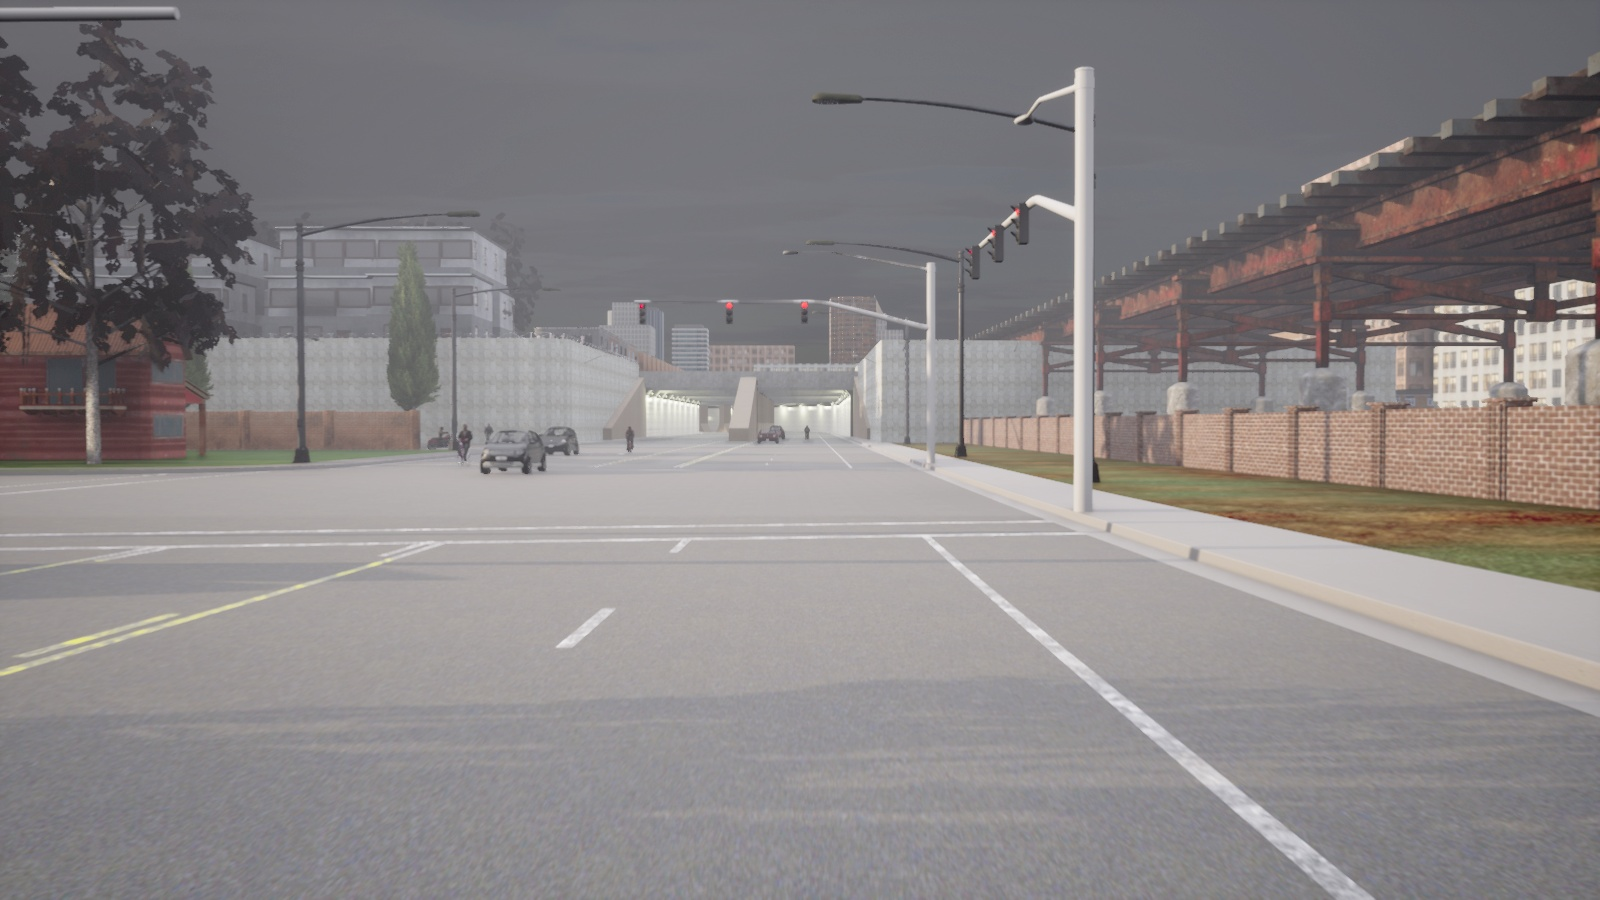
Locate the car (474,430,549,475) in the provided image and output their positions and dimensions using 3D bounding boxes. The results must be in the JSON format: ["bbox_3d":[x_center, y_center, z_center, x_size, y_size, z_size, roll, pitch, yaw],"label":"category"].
[{"bbox_3d":[-10.235,0.058,44.812,1.789,1.549,3.705,0,1,0],"label":"car"}]

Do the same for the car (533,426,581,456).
[{"bbox_3d":[-13.586,-0.546,70.428,1.851,1.617,3.988,0,1,0],"label":"car"}]

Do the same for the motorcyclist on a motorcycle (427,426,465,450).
[{"bbox_3d":[-24.056,-0.803,85.316,2.350,1.649,0.766,0,1,0],"label":"motorcyclist on a motorcycle"}]
